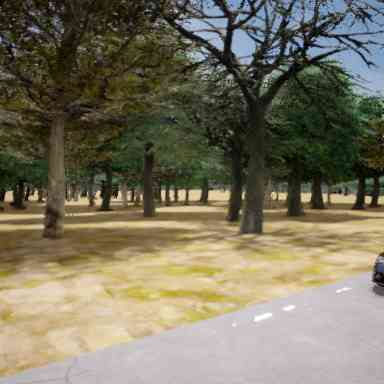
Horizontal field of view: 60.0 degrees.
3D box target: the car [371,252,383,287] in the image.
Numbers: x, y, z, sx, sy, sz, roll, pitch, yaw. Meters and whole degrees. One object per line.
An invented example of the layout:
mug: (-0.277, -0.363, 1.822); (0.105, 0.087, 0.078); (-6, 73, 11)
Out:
car: (6.170, 1.611, 8.101); (4.181, 1.385, 1.994); (0, 1, -38)
